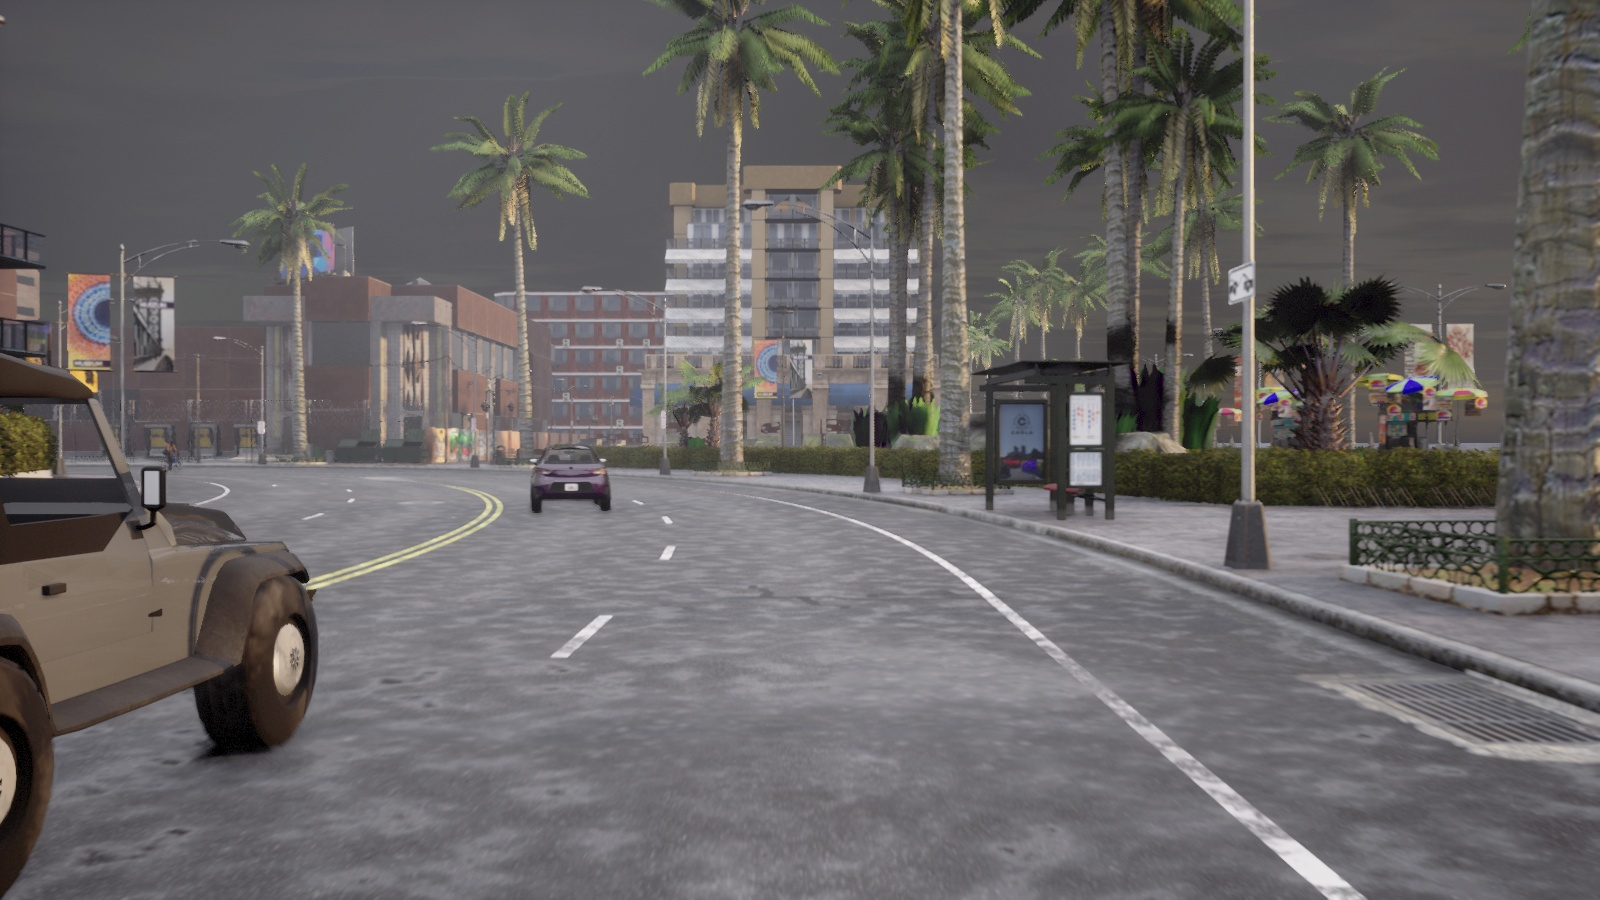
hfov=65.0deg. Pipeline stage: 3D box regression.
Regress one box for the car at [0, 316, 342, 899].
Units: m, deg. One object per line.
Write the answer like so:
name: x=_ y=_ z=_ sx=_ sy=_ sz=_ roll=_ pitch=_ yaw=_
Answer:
car: x=-3.457 y=0.512 z=4.909 sx=1.905 sy=1.878 sz=3.866 roll=0 pitch=0 yaw=0

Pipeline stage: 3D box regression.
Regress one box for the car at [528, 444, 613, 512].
car: x=-5.400 y=0.591 z=29.212 sx=1.816 sy=1.474 sz=4.193 roll=0 pitch=0 yaw=-12
